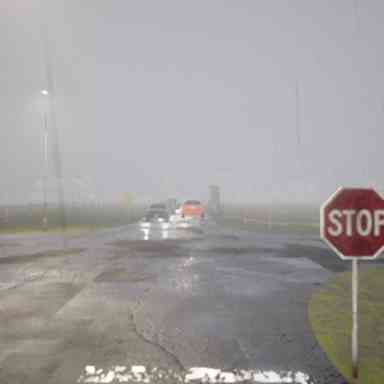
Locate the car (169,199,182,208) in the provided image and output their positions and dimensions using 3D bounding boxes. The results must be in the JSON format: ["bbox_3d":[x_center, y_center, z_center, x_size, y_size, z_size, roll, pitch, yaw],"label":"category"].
[{"bbox_3d":[-2.842,1.919,58.203,2.033,1.411,5.357,0,0,0],"label":"car"}]

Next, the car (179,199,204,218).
[{"bbox_3d":[0.085,1.570,33.318,2.097,1.767,4.553,0,0,0],"label":"car"}]

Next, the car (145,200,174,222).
[{"bbox_3d":[-2.835,1.694,28.865,1.837,1.490,4.892,0,0,0],"label":"car"}]

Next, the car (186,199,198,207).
[{"bbox_3d":[-0.033,1.934,60.731,2.033,1.411,5.357,0,0,0],"label":"car"}]

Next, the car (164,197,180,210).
[{"bbox_3d":[-2.840,1.661,48.006,2.097,1.767,4.553,0,0,0],"label":"car"}]

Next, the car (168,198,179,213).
[{"bbox_3d":[-2.845,1.739,37.994,2.128,1.511,4.902,0,0,0],"label":"car"}]
